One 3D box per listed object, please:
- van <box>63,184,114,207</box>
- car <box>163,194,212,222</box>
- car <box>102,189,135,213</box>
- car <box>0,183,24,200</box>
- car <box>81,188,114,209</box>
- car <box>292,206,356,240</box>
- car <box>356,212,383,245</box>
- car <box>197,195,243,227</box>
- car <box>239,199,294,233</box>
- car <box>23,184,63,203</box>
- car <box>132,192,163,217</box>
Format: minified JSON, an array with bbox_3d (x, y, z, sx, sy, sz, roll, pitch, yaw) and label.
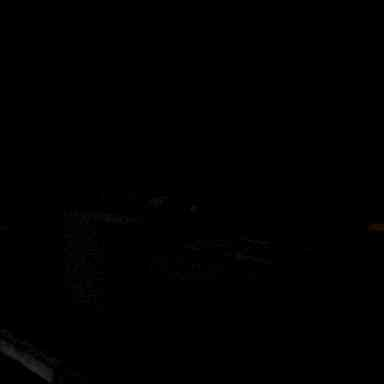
[{"bbox_3d":[-8.442,0.276,28.871,1.878,1.987,4.442,4,2,35],"label":"van"},{"bbox_3d":[0.542,0.934,22.378,2.185,1.767,4.553,4,2,35],"label":"car"},{"bbox_3d":[-4.002,0.780,25.565,2.097,1.535,5.008,4,2,35],"label":"car"},{"bbox_3d":[-17.662,-0.058,35.057,1.946,1.575,5.366,4,2,35],"label":"car"},{"bbox_3d":[-6.264,0.680,27.175,2.002,1.452,4.674,4,2,35],"label":"car"},{"bbox_3d":[7.310,1.511,17.562,2.163,1.488,4.792,4,2,35],"label":"car"},{"bbox_3d":[9.445,1.619,15.779,1.946,1.575,5.366,4,2,35],"label":"car"},{"bbox_3d":[2.781,1.200,20.754,2.097,1.535,5.008,4,2,35],"label":"car"},{"bbox_3d":[5.033,1.342,19.138,2.231,1.521,4.892,4,2,35],"label":"car"},{"bbox_3d":[-13.054,0.252,31.972,2.163,1.488,4.792,4,2,35],"label":"car"},{"bbox_3d":[-1.743,0.960,23.962,2.002,1.452,4.674,4,2,35],"label":"car"}]
